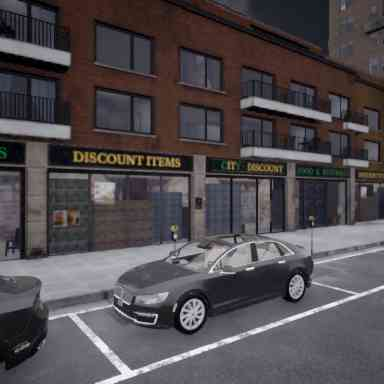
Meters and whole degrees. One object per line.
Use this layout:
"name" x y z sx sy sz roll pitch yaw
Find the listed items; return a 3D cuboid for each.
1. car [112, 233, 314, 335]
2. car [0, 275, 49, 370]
"car" 0.623 1.550 6.628 4.403 1.369 2.008 0 0 -35
"car" -3.873 1.551 3.427 4.403 1.369 2.008 0 0 -35
